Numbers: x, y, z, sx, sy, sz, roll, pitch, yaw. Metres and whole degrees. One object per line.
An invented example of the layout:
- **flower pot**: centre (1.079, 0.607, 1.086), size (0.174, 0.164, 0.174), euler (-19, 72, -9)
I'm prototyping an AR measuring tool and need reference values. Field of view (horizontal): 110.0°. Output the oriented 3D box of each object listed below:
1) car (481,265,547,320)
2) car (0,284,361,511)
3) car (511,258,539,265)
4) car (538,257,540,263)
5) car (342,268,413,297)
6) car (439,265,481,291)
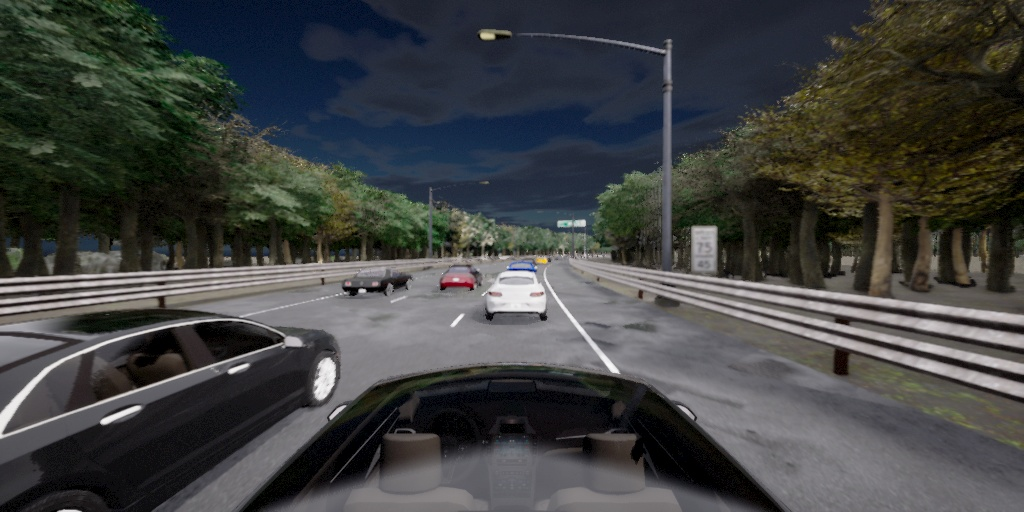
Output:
- **car**: centre (0.172, 1.217, 12.276), size (1.812, 1.442, 4.674), euler (0, 0, 2)
- **car**: centre (-3.368, 1.240, 3.245), size (1.837, 1.490, 4.892), euler (0, 0, 0)
- **car**: centre (0.649, 1.106, 23.751), size (1.882, 1.535, 5.008), euler (0, 0, 3)
- **car**: centre (1.839, 1.046, 39.390), size (1.837, 1.490, 4.892), euler (0, 0, 6)
- **car**: centre (-6.529, 1.246, 18.071), size (1.895, 1.301, 4.718), euler (0, 0, 2)
- **car**: centre (-2.879, 1.199, 21.032), size (1.994, 1.385, 4.181), euler (0, 0, 3)
